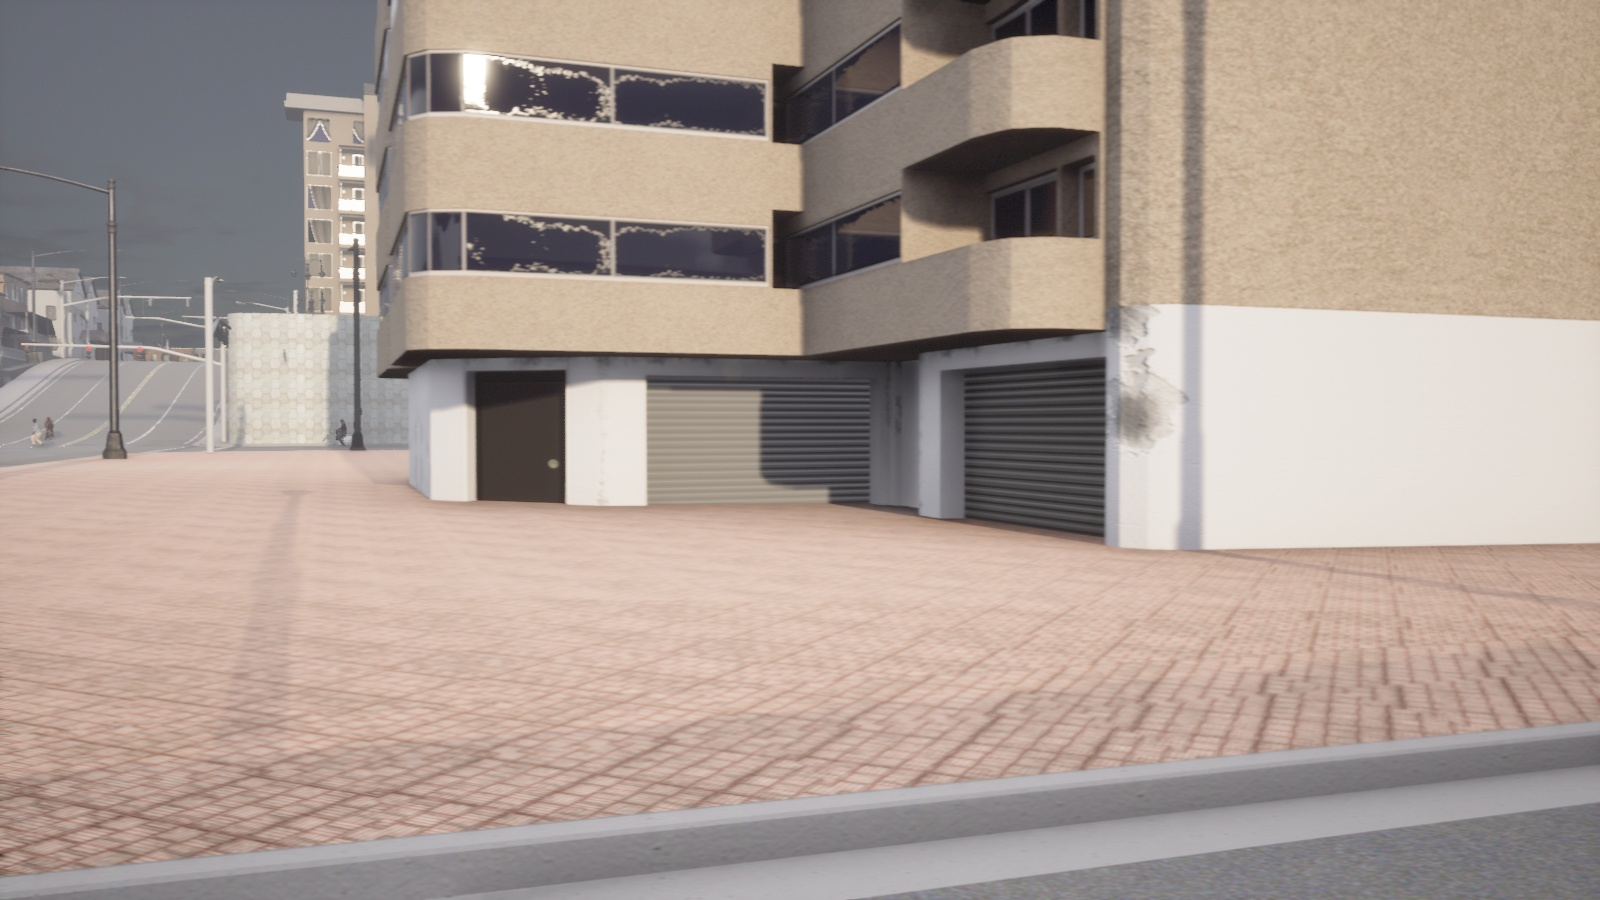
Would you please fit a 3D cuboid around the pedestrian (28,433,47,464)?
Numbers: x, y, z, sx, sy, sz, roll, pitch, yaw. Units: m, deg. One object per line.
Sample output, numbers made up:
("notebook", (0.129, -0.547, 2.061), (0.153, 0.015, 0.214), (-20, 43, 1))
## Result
("pedestrian", (-46.891, -0.079, 77.191), (0.900, 1.855, 0.874), (-2, 1, -28))
